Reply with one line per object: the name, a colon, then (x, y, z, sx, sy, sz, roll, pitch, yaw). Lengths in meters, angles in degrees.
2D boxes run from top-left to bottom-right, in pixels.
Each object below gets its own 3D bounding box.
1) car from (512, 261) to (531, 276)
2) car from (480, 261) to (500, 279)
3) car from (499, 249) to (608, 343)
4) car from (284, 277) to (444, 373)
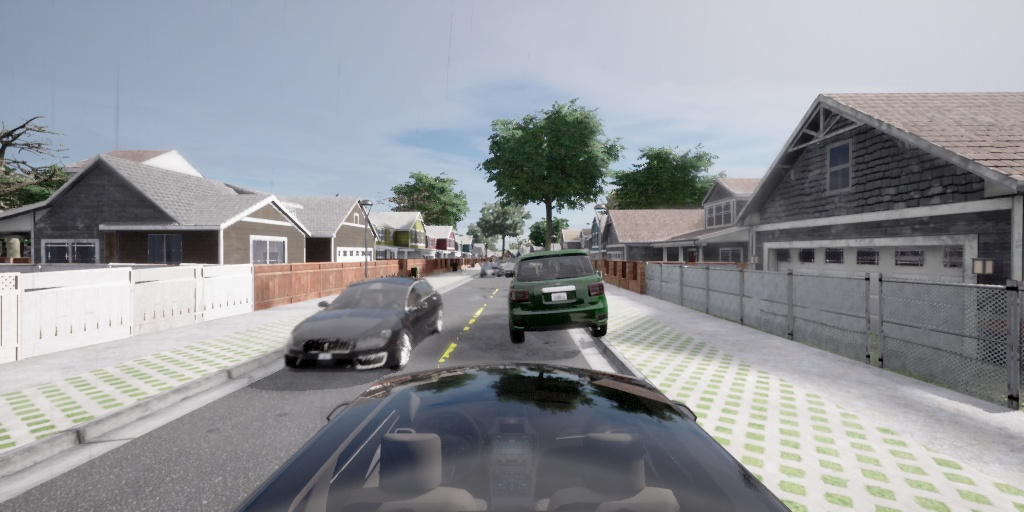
car: (1.116, 1.324, 39.625, 2.033, 1.411, 5.357, 0, 0, 3)
car: (-1.854, 1.257, 33.270, 2.128, 1.511, 4.902, 0, 0, 2)
car: (1.015, 0.897, 9.763, 2.150, 2.045, 5.566, -5, 0, 2)
car: (-2.747, 1.253, 7.792, 1.837, 1.490, 4.892, 0, 0, 1)
